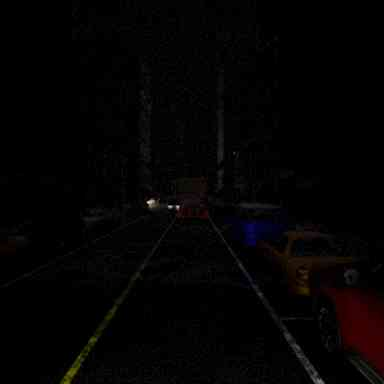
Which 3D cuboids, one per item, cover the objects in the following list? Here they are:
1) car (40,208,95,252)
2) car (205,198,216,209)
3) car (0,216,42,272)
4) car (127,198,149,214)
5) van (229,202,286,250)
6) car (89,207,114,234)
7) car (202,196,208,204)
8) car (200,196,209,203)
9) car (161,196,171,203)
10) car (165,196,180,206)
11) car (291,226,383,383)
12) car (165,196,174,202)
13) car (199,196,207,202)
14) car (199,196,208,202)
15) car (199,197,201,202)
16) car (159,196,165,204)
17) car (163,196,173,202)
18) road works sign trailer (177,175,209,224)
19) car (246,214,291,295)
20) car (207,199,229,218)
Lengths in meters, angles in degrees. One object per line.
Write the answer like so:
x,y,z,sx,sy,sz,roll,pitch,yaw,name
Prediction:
-5.767,1.583,13.905,1.947,1.339,4.313,-1,0,0,car
2.766,1.601,35.923,1.887,1.381,4.507,-1,0,0,car
-5.769,1.535,8.230,1.752,1.417,4.829,-1,0,0,car
-5.761,1.496,35.927,1.967,1.590,4.097,-1,0,0,car
2.755,1.358,13.903,1.690,1.788,3.998,-1,0,0,van
-5.765,1.551,19.241,1.752,1.417,4.829,-1,0,0,car
2.768,1.520,46.934,1.967,1.590,4.097,-1,0,0,car
2.779,1.691,74.459,1.887,1.381,4.507,-1,0,0,car
-5.746,1.713,74.463,1.947,1.339,4.313,-1,0,0,car
-3.024,1.652,57.920,2.033,1.411,5.357,0,0,1,car
2.751,1.318,2.894,2.192,1.841,5.009,-1,0,0,car
-5.742,1.721,85.473,1.887,1.381,4.507,-1,0,0,car
2.783,1.721,85.470,1.887,1.381,4.507,-1,0,0,car
2.781,1.706,79.964,1.887,1.381,4.507,-1,0,0,car
2.778,1.698,68.954,1.947,1.339,4.313,-1,0,0,car
-5.749,1.573,68.957,1.967,1.590,4.097,-1,0,0,car
-5.744,1.712,79.968,2.008,1.369,4.403,-1,0,0,car
0.034,0.500,25.524,2.380,3.560,2.880,0,0,-3,road works sign trailer
2.756,1.535,8.569,1.752,1.417,4.829,-1,0,0,car
2.764,1.596,30.418,2.008,1.369,4.403,-1,0,0,car
